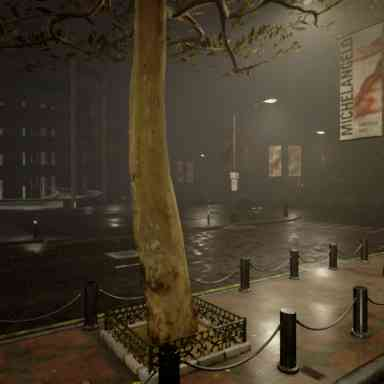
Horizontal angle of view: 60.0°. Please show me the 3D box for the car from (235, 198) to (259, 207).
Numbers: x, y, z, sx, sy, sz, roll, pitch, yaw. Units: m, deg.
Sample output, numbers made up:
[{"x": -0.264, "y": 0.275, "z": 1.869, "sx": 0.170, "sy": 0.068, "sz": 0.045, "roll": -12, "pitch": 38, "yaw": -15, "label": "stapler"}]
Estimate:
[{"x": 8.013, "y": 1.564, "z": 49.576, "sx": 1.994, "sy": 1.385, "sz": 4.181, "roll": 0, "pitch": 0, "yaw": -36, "label": "car"}]

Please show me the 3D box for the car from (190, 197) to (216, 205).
[{"x": 1.861, "y": 1.547, "z": 58.039, "sx": 2.033, "sy": 1.411, "sz": 5.357, "roll": 0, "pitch": 0, "yaw": -38, "label": "car"}]

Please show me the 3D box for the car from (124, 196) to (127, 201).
[{"x": -18.068, "y": 1.464, "z": 80.764, "sx": 4.674, "sy": 1.442, "sz": 1.812, "roll": 0, "pitch": 0, "yaw": 12, "label": "car"}]

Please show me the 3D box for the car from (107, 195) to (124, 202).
[{"x": -19.027, "y": 1.474, "z": 77.398, "sx": 4.674, "sy": 1.442, "sz": 1.812, "roll": 0, "pitch": 0, "yaw": 12, "label": "car"}]
